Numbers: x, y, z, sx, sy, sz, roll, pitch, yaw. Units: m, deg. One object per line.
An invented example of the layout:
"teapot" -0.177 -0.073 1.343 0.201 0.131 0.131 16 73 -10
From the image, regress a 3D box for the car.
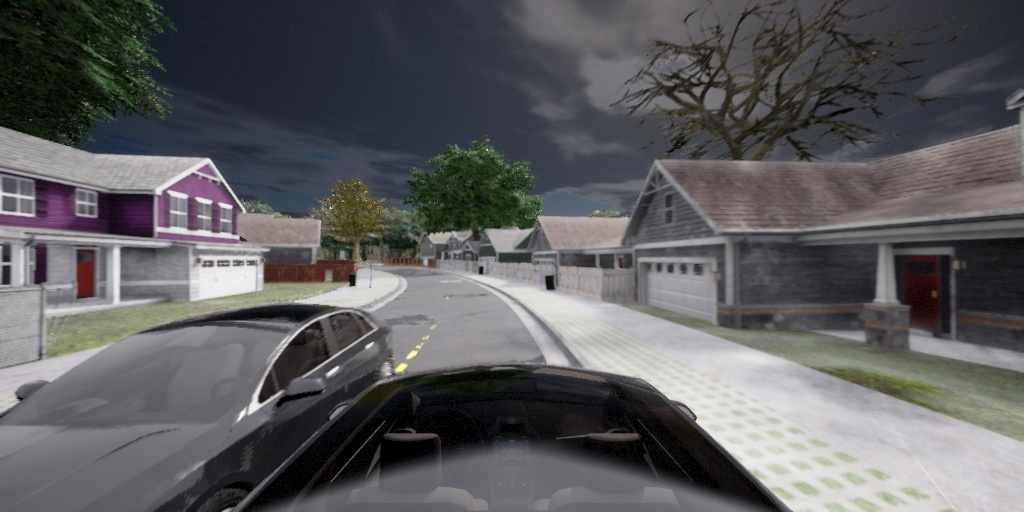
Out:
"car" -2.537 1.290 3.354 1.837 1.490 4.892 0 -1 -2
